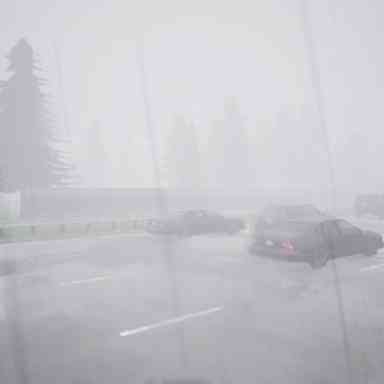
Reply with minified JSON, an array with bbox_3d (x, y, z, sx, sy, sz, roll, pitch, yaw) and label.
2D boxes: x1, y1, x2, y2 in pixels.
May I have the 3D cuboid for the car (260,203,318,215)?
[{"bbox_3d":[5.180,1.323,16.037,4.553,1.767,2.097,0,0,-35],"label":"car"}]

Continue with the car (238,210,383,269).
[{"bbox_3d":[4.285,1.526,11.101,5.357,1.411,2.033,0,0,-35],"label":"car"}]

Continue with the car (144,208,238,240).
[{"bbox_3d":[0.284,1.526,16.845,5.357,1.411,2.033,0,0,-35],"label":"car"}]

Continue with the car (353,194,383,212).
[{"bbox_3d":[15.774,1.159,27.888,5.566,2.045,2.150,0,0,-35],"label":"car"}]
